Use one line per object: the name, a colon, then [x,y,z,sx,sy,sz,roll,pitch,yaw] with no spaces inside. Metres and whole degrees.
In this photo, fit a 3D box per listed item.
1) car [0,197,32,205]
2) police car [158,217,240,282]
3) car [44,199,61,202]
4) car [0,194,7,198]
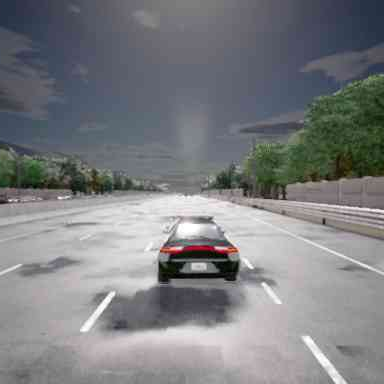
car: [-21.099,1.620,40.879,1.895,1.301,4.718,0,0,0]
police car: [0.103,1.505,9.838,2.038,1.542,4.974,0,-1,-1]
car: [-17.596,1.587,42.154,1.994,1.385,4.181,0,0,0]
car: [-24.599,1.239,40.426,2.150,2.045,5.566,0,0,0]
